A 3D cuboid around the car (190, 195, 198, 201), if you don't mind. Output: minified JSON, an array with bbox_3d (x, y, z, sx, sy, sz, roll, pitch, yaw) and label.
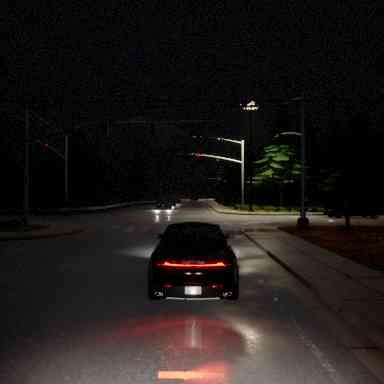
[{"bbox_3d":[0.485,1.540,80.393,2.033,1.411,5.357,0,0,2],"label":"car"}]

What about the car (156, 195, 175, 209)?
[{"bbox_3d":[-3.634,1.505,44.297,1.837,1.490,4.892,0,0,0],"label":"car"}]

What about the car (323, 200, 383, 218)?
[{"bbox_3d":[14.265,1.504,29.508,5.008,1.535,1.882,0,0,1],"label":"car"}]

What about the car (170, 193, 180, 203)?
[{"bbox_3d":[-3.488,1.221,65.375,2.150,2.045,5.566,0,0,1],"label":"car"}]

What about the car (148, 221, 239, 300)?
[{"bbox_3d":[0.041,1.501,8.354,1.837,1.490,4.892,0,0,0],"label":"car"}]

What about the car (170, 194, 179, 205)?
[{"bbox_3d":[-3.626,1.547,54.744,2.033,1.411,5.357,0,0,0],"label":"car"}]
